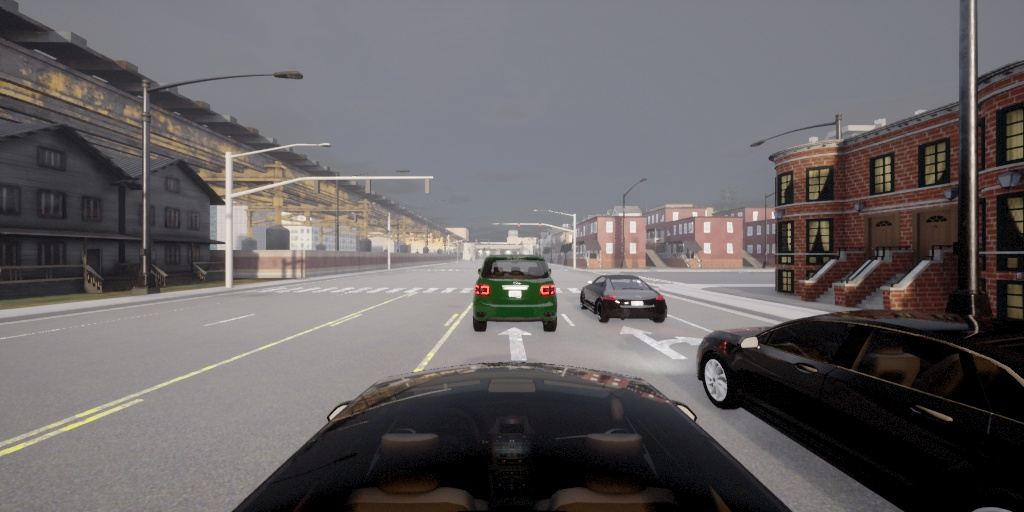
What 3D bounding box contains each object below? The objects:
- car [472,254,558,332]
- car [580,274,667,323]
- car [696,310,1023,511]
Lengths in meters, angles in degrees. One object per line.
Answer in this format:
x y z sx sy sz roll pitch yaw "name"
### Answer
0.083 0.971 11.021 2.150 2.045 5.566 0 0 0 "car"
3.582 1.314 12.192 1.994 1.385 4.181 0 0 1 "car"
3.599 1.255 3.279 1.837 1.490 4.892 0 0 0 "car"
